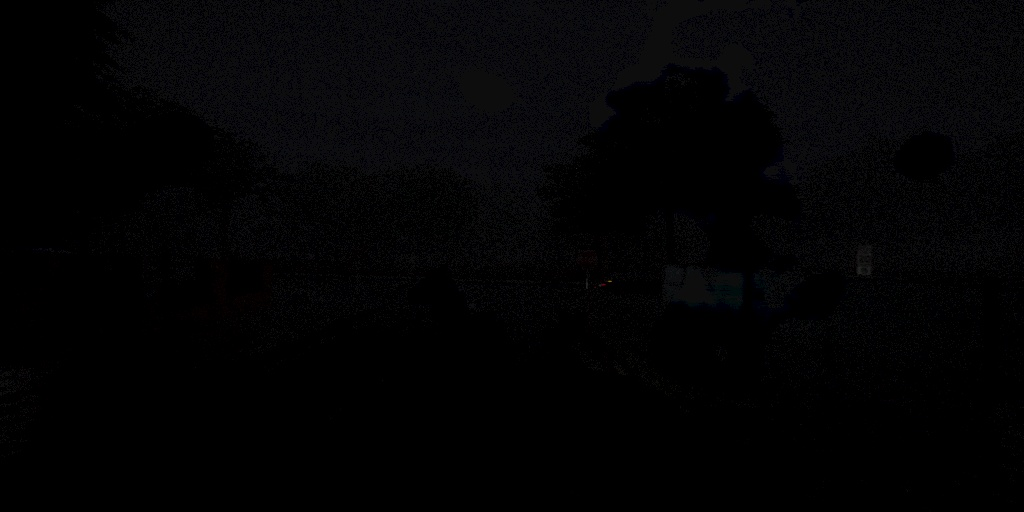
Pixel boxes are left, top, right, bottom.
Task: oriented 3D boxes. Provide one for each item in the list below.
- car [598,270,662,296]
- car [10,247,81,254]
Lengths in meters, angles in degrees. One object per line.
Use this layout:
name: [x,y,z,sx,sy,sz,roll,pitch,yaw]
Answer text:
car: [7.280,1.531,20.380,4.674,1.442,1.812,2,1,-3]
car: [-23.927,0.348,18.740,5.008,1.535,1.882,3,1,-3]
